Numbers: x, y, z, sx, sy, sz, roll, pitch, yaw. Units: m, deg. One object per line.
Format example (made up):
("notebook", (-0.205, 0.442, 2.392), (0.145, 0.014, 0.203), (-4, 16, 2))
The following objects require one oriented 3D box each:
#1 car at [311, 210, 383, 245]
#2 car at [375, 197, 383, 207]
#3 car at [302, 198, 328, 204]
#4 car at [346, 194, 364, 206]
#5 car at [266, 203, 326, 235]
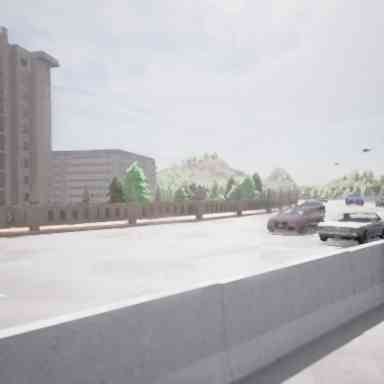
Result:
("car", (7.636, 1.598, 15.573), (1.895, 1.301, 4.718), (0, 0, 44))
("car", (28.939, 1.507, 50.025), (1.837, 1.490, 4.892), (0, 0, 20))
("car", (10.826, 1.542, 30.215), (1.837, 1.490, 4.892), (0, 0, 35))
("car", (27.009, 1.275, 55.303), (2.150, 2.045, 5.566), (-1, 0, 17))
("car", (6.026, 1.581, 19.025), (1.994, 1.385, 4.181), (0, 0, 43))
